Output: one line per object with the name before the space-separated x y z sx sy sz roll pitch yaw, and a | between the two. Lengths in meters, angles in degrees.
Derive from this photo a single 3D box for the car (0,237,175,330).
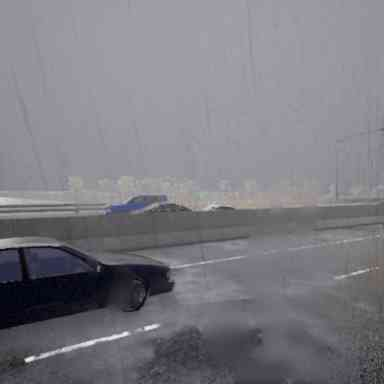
car | -2.969 1.546 5.924 5.357 1.411 2.033 0 0 -35

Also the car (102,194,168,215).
car | -4.312 1.223 26.645 5.566 2.045 2.150 0 0 -35

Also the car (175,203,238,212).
car | 1.501 1.531 22.168 4.674 1.442 1.812 0 0 -35

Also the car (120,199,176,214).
car | -2.275 1.507 23.794 4.892 1.490 1.837 0 0 -35

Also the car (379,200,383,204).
car | 29.901 1.634 50.007 4.181 1.385 1.994 0 0 -33
